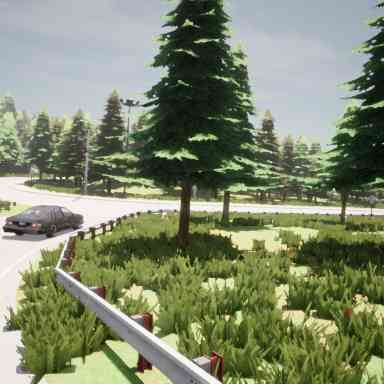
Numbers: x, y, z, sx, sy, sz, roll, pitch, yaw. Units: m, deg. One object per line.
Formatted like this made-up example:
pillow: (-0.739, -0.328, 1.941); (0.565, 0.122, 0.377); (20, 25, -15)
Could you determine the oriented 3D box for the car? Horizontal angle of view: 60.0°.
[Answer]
car: (-7.408, 1.414, 17.304); (2.033, 1.411, 5.357); (4, 1, 3)
